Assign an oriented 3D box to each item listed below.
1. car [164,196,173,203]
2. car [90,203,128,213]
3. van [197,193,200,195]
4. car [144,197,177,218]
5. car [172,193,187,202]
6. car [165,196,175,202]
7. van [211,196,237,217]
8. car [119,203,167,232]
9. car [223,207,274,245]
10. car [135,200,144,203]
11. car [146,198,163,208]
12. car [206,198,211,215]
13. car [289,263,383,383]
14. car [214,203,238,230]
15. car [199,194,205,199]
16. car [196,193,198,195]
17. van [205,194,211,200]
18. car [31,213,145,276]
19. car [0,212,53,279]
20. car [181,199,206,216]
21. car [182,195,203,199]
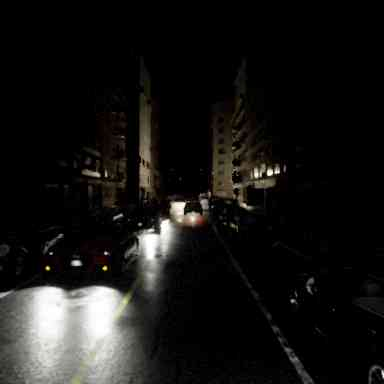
[{"bbox_3d":[-5.361,1.654,75.989,1.887,1.381,4.507,0,0,0],"label":"car"},{"bbox_3d":[-5.380,1.597,20.880,1.802,1.307,4.206,0,0,0],"label":"car"},{"bbox_3d":[2.664,1.451,75.986,1.690,1.788,3.998,0,0,0],"label":"van"},{"bbox_3d":[-2.792,1.519,30.253,2.128,1.511,4.902,0,0,0],"label":"car"},{"bbox_3d":[-2.724,1.406,74.049,2.097,1.767,4.553,0,0,0],"label":"car"},{"bbox_3d":[-5.359,1.684,81.500,1.947,1.339,4.313,0,0,0],"label":"car"},{"bbox_3d":[2.646,1.364,26.388,1.690,1.788,3.998,0,0,0],"label":"van"},{"bbox_3d":[-2.839,1.579,20.173,1.994,1.385,4.181,0,0,0],"label":"car"},{"bbox_3d":[2.643,1.593,15.367,1.802,1.307,4.206,0,0,0],"label":"car"},{"bbox_3d":[-5.378,1.572,26.391,2.008,1.369,4.403,0,0,0],"label":"car"},{"bbox_3d":[-5.371,1.610,48.434,2.008,1.369,4.403,0,0,0],"label":"car"},{"bbox_3d":[2.648,1.581,31.899,2.008,1.369,4.403,0,0,0],"label":"car"},{"bbox_3d":[2.639,1.569,4.345,1.947,1.339,4.313,0,0,0],"label":"car"},{"bbox_3d":[2.644,1.582,20.878,1.947,1.339,4.313,0,0,0],"label":"car"},{"bbox_3d":[2.247,1.604,58.313,1.812,1.442,4.674,0,0,0],"label":"car"},{"bbox_3d":[2.666,1.434,81.498,2.192,1.841,5.009,0,0,0],"label":"car"},{"bbox_3d":[2.650,1.381,37.410,1.690,1.788,3.998,0,0,0],"label":"van"},{"bbox_3d":[-2.842,1.570,10.188,1.994,1.385,4.181,0,0,0],"label":"car"},{"bbox_3d":[-5.384,1.446,9.859,1.967,1.590,4.097,0,0,0],"label":"car"},{"bbox_3d":[0.117,1.633,33.393,1.895,1.301,4.718,0,0,0],"label":"car"},{"bbox_3d":[0.072,1.548,47.519,2.128,1.511,4.902,0,0,0],"label":"car"}]
